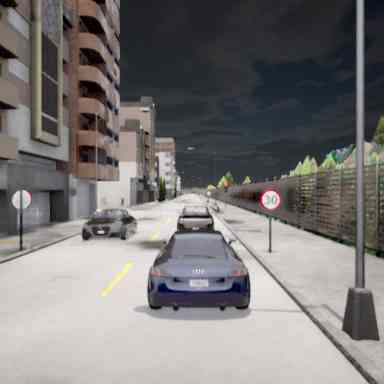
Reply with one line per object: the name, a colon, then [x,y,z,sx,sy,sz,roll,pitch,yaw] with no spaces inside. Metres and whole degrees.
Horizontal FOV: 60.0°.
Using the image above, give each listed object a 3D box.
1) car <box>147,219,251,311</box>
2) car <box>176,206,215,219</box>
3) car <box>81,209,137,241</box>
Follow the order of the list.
car: [0.136,1.564,7.837,1.994,1.385,4.181,0,0,0]
car: [0.196,1.492,17.751,2.128,1.511,4.902,0,0,1]
car: [-3.992,1.564,16.610,1.994,1.385,4.181,0,0,1]
